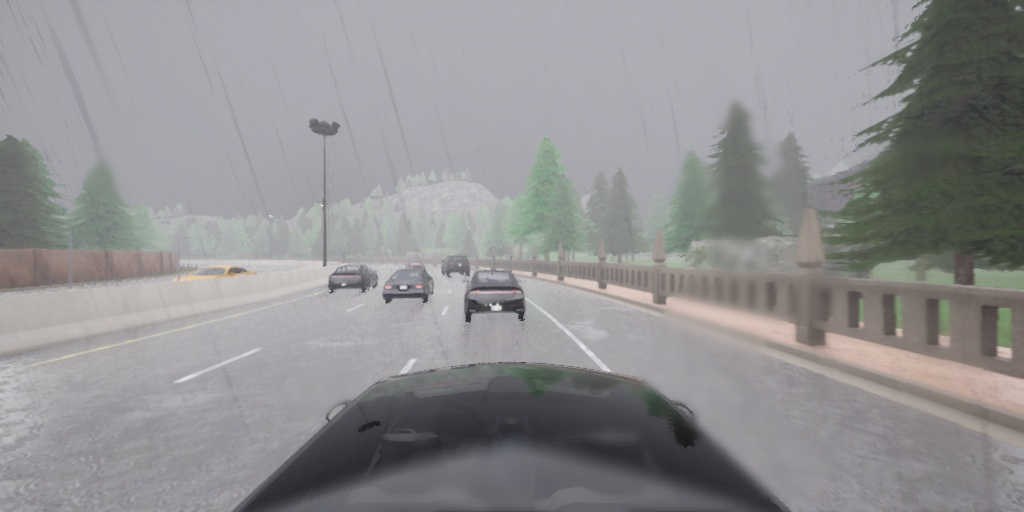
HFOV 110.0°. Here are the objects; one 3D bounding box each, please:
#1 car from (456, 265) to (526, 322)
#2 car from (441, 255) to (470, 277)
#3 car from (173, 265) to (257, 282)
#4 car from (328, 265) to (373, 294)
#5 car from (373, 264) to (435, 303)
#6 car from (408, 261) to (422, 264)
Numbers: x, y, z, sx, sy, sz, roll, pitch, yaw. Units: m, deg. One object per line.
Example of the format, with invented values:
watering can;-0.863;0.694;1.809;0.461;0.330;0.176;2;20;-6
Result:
car;-0.677;1.225;12.351;2.128;1.511;4.902;0;0;-6
car;-5.585;0.934;35.239;2.150;2.045;5.566;0;0;-18
car;-15.818;1.258;19.375;1.882;1.535;5.008;0;0;-11
car;-8.968;1.242;20.570;2.128;1.511;4.902;0;0;-10
car;-4.687;1.289;16.733;2.033;1.411;5.357;0;0;-9
car;-10.175;1.251;37.621;1.812;1.442;4.674;0;0;-20
